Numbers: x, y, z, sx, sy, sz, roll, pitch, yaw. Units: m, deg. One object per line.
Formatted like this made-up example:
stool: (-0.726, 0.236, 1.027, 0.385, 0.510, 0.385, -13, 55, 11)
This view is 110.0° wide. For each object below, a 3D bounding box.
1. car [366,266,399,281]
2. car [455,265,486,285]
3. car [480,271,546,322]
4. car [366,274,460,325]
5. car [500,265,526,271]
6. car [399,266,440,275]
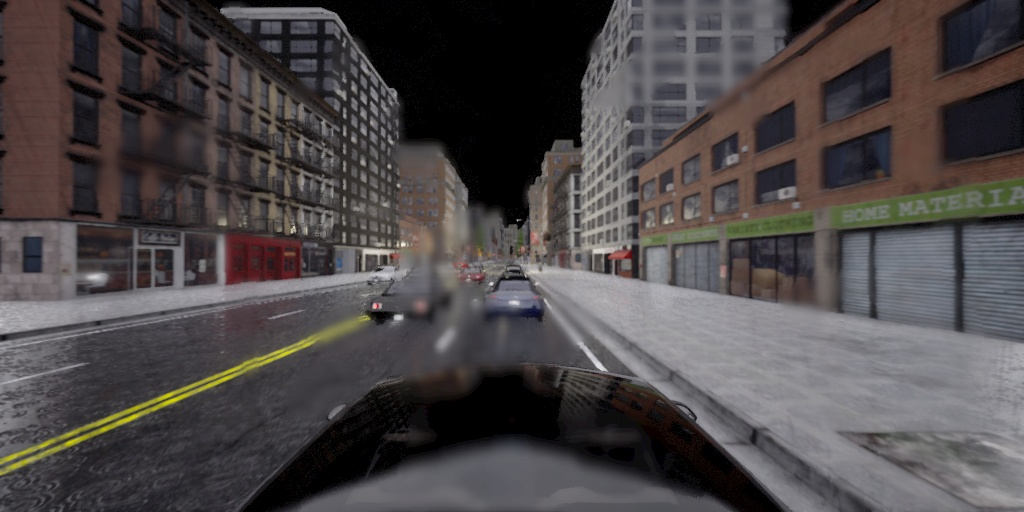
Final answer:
car: (-9.849, 1.529, 28.326, 1.812, 1.442, 4.674, 0, -1, 0)
car: (-3.149, 1.610, 29.054, 1.895, 1.301, 4.718, 0, -1, 0)
car: (0.097, 1.423, 12.890, 1.994, 1.385, 4.181, 0, -1, 0)
car: (-3.152, 1.454, 12.261, 1.895, 1.301, 4.718, 0, -1, 0)
car: (0.089, 1.527, 30.516, 1.837, 1.490, 4.892, 0, 0, 0)
car: (-6.600, 1.496, 26.955, 1.837, 1.490, 4.892, 0, -1, 0)
